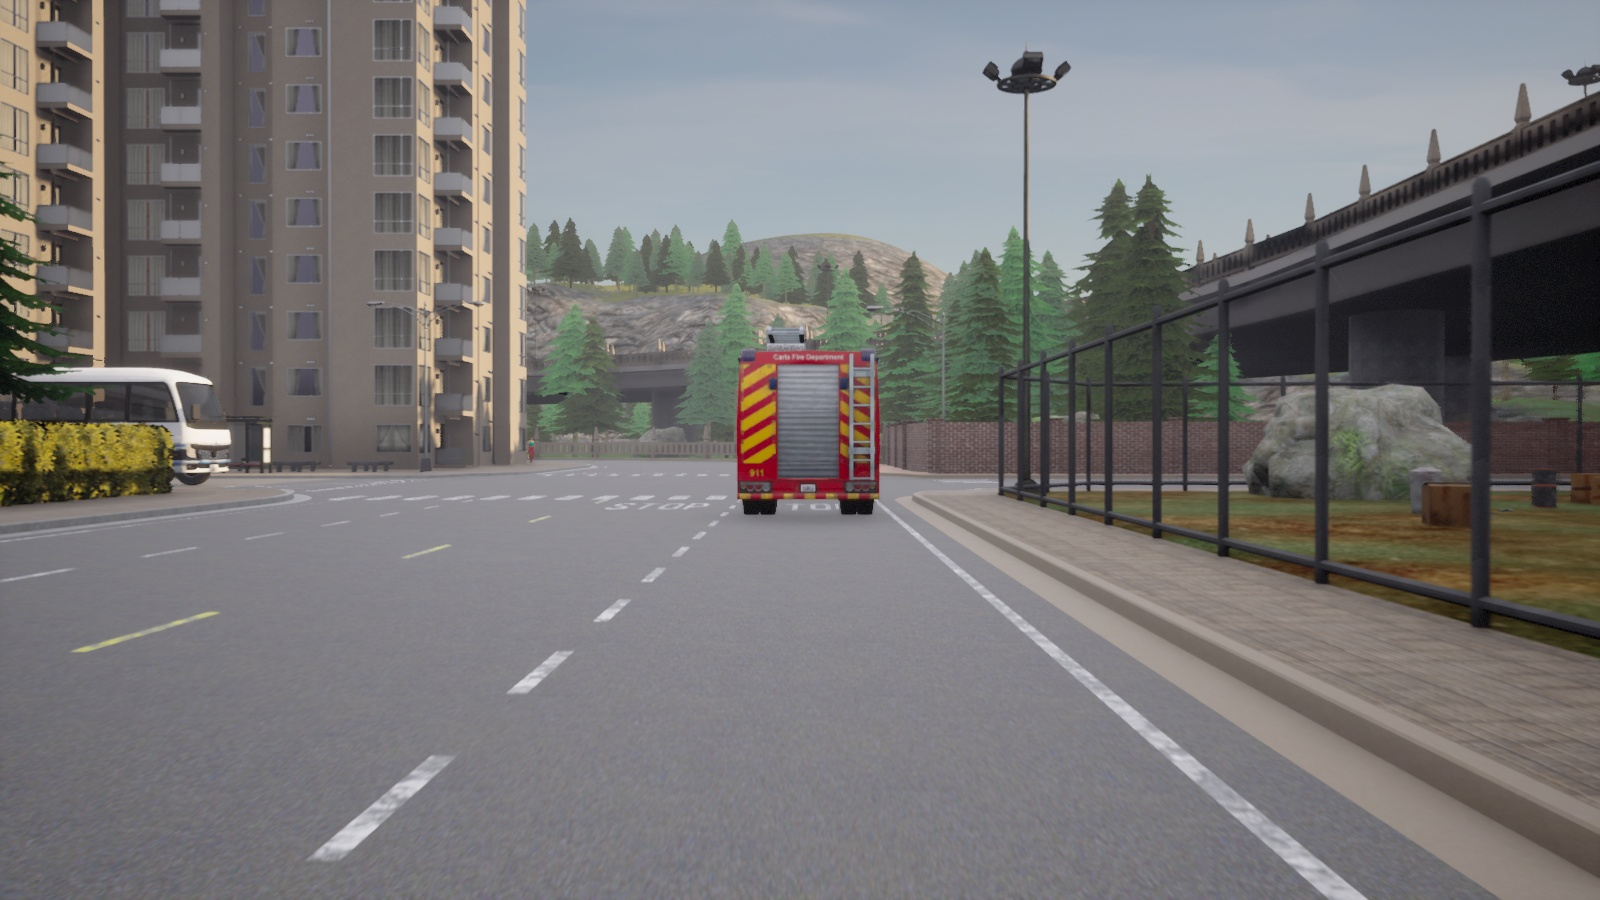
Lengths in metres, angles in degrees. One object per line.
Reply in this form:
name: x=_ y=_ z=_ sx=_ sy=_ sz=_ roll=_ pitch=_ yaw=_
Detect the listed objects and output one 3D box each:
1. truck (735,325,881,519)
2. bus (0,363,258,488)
truck: x=0.190 y=-0.580 z=29.010 sx=2.891 sy=3.827 sz=8.468 roll=0 pitch=0 yaw=0
bus: x=-25.333 y=-0.847 z=44.818 sx=10.273 sy=4.253 sz=3.944 roll=0 pitch=0 yaw=0
